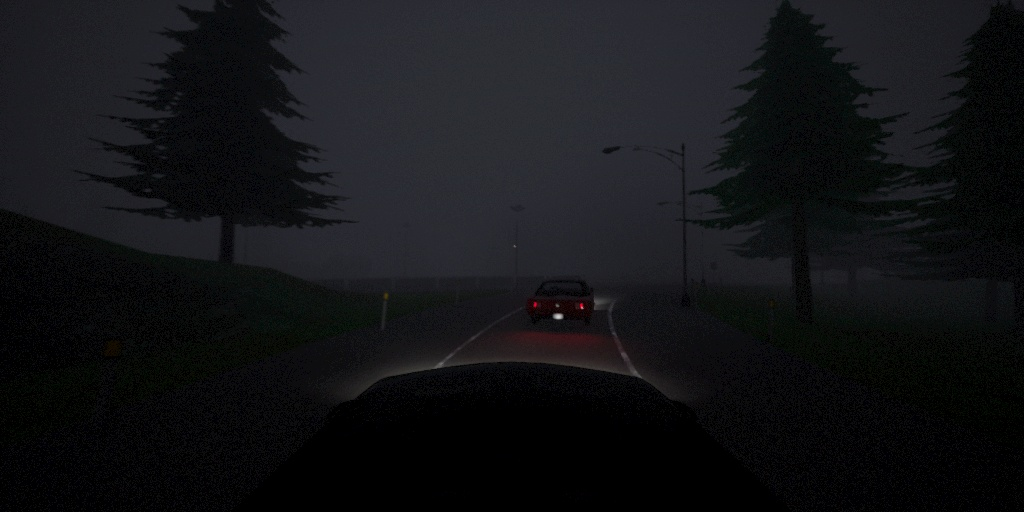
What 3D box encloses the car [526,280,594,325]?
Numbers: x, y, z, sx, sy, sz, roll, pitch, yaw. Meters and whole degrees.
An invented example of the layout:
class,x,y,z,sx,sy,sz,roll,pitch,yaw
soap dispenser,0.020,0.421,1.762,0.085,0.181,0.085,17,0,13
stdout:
class,x,y,z,sx,sy,sz,roll,pitch,yaw
car,1.840,1.463,12.371,1.895,1.301,4.718,0,-1,14
